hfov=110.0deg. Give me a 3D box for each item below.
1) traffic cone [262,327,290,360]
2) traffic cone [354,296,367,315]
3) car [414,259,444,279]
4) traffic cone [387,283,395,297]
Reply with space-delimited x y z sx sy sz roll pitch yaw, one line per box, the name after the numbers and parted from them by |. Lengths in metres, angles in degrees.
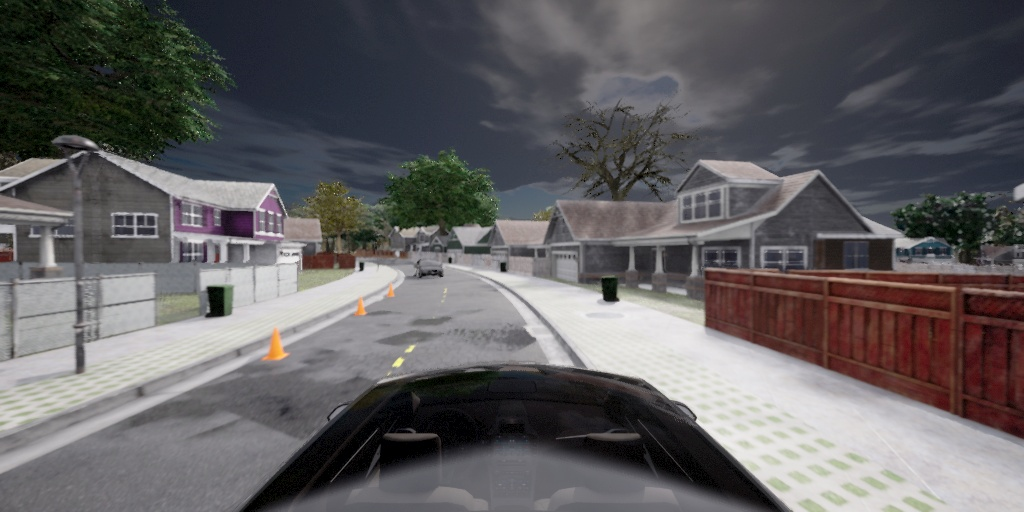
-4.574 1.669 6.952 0.340 0.580 0.340 0 0 -3 | traffic cone
-4.984 1.618 11.818 0.340 0.580 0.340 0 0 -6 | traffic cone
-6.762 0.994 28.845 1.837 1.490 4.892 0 0 -22 | car
-5.622 1.570 16.660 0.340 0.580 0.340 0 0 -9 | traffic cone
